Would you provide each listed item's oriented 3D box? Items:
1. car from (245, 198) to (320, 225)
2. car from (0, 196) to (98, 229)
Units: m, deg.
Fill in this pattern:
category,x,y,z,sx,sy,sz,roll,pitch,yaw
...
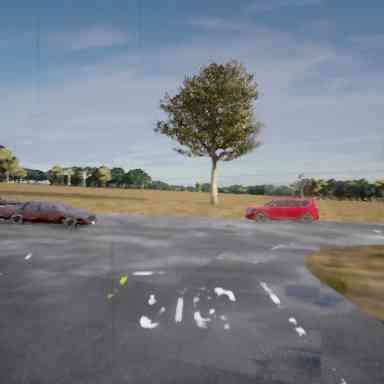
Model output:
category,x,y,z,sx,sy,sz,roll,pitch,yaw
car,6.988,1.484,25.843,5.566,2.045,2.150,2,0,1
car,-8.295,1.204,19.193,5.357,1.411,2.033,3,1,2
